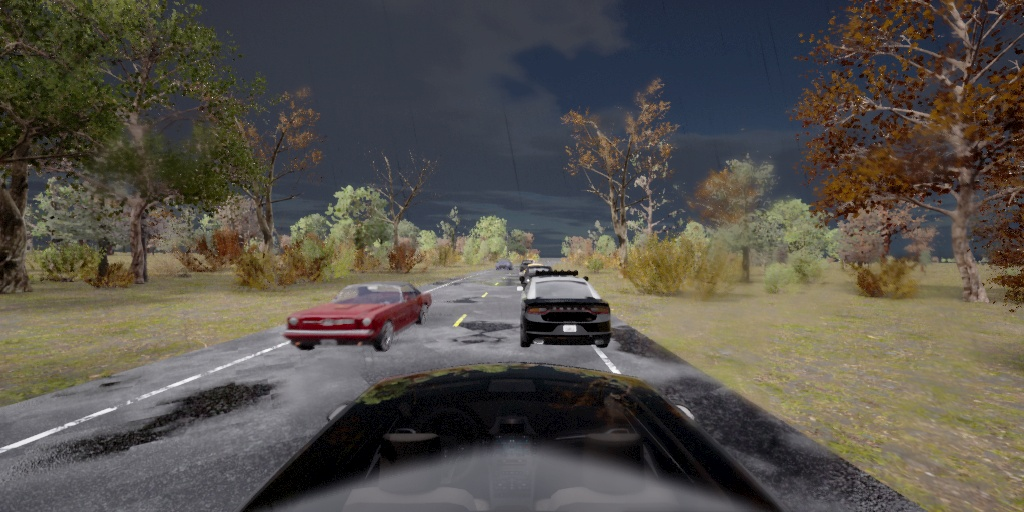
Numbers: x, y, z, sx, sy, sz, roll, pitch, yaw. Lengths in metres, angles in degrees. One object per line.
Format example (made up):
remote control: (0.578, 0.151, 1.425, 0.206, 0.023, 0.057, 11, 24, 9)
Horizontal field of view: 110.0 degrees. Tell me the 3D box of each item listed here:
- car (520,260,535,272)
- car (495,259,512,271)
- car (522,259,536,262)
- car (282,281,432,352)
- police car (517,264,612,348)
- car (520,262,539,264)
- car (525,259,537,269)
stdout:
car: (2.110, 1.332, 47.897, 1.837, 1.490, 4.892, 0, 0, 6)
car: (-1.147, 1.197, 52.039, 2.097, 1.767, 4.553, 0, 0, 5)
car: (1.686, 1.218, 25.405, 1.801, 1.575, 5.366, 0, 0, 3)
car: (-3.485, 1.353, 9.098, 1.895, 1.301, 4.718, 0, 0, 1)
police car: (1.152, 1.177, 9.404, 1.930, 1.638, 5.238, 0, 0, 1)
car: (1.431, 1.263, 19.246, 1.837, 1.490, 4.892, 0, 0, 2)
car: (3.236, 1.365, 60.755, 1.882, 1.535, 5.008, 0, 0, 6)
